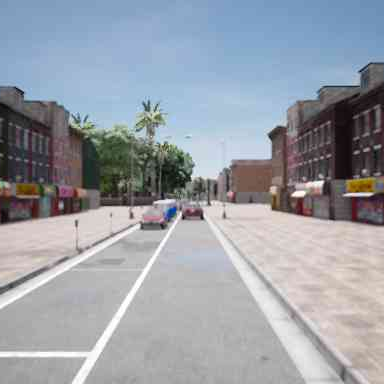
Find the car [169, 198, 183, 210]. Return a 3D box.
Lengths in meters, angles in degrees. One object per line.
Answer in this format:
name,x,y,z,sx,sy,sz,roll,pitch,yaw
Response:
car,-2.667,2.032,56.529,2.192,1.841,5.009,0,-1,0

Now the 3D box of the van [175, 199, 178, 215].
van,-2.655,1.769,34.674,1.690,1.788,3.998,0,-1,0

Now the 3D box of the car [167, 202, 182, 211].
car,-2.663,2.193,51.063,2.008,1.369,4.403,0,-1,0

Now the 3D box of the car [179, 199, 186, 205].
car,-2.689,2.755,94.671,1.967,1.590,4.097,0,-1,0

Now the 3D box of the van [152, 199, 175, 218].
van,-2.652,1.698,29.210,1.690,1.788,3.998,0,-1,0

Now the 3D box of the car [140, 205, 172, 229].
car,-2.649,1.868,23.743,1.802,1.307,4.206,0,-1,0

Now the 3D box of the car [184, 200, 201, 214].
car,0.021,1.892,43.338,2.097,1.767,4.553,0,-1,0

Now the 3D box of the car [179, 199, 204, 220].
car,0.077,1.756,32.845,2.097,1.767,4.553,0,-1,0
